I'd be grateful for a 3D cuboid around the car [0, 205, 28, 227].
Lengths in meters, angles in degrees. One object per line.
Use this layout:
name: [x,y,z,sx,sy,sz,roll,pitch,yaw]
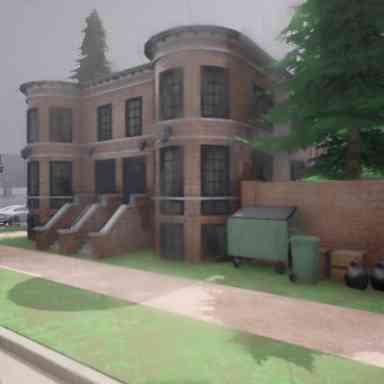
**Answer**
car: [-11.986,1.649,24.126,1.812,1.442,4.674,0,0,36]
